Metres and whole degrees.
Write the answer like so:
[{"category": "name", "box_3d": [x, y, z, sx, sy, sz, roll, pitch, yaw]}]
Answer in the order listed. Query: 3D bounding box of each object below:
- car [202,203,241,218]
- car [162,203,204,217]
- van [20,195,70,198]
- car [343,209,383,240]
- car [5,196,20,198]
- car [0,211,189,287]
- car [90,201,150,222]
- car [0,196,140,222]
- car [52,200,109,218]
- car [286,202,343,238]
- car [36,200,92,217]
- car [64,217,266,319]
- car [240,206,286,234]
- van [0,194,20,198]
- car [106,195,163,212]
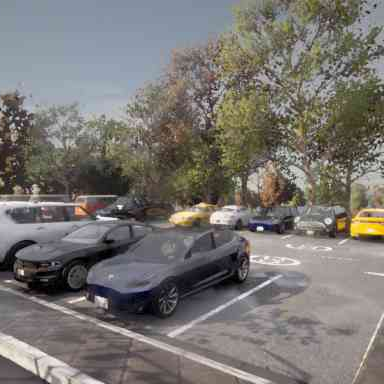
[{"category": "car", "box_3d": [2.942, 1.613, 21.943, 2.002, 1.452, 4.674, 0, 0, 36]}, {"category": "car", "box_3d": [0.592, 1.560, 23.422, 1.946, 1.575, 5.366, 0, 0, 36]}, {"category": "van", "box_3d": [-15.036, 1.310, 34.859, 1.878, 1.987, 4.442, 0, 0, 36]}, {"category": "car", "box_3d": [9.567, 1.600, 17.133, 2.097, 1.535, 5.008, 0, 0, 36]}, {"category": "car", "box_3d": [-17.224, 1.548, 36.586, 2.097, 1.535, 5.008, 0, 0, 36]}, {"category": "car", "box_3d": [-2.499, 1.590, 9.740, 2.097, 1.535, 5.008, 0, 0, 36]}, {"category": "car", "box_3d": [-6.040, 1.565, 28.429, 2.163, 1.488, 4.792, 0, 0, 36]}, {"category": "car", "box_3d": [-4.731, 1.329, 11.389, 2.435, 2.045, 5.566, 0, 0, 36]}, {"category": "car", "box_3d": [-10.591, 1.554, 31.803, 2.163, 1.488, 4.792, 0, 0, 36]}, {"category": "car", "box_3d": [7.345, 1.465, 18.790, 2.185, 1.767, 4.553, 0, 0, 36]}, {"category": "car", "box_3d": [-12.728, 1.557, 33.353, 2.163, 1.488, 4.792, 0, 0, 36]}, {"category": "car", "box_3d": [-0.272, 1.629, 8.082, 2.163, 1.488, 4.792, 0, 0, 36]}, {"category": "car", "box_3d": [5.168, 1.611, 20.295, 2.163, 1.488, 4.792, 0, 0, 36]}, {"category": "van", "box_3d": [-19.401, 1.337, 38.304, 1.878, 1.987, 4.442, 0, 0, 36]}, {"category": "car", "box_3d": [-3.765, 1.293, 26.848, 2.435, 2.045, 5.566, 0, 0, 36]}]
